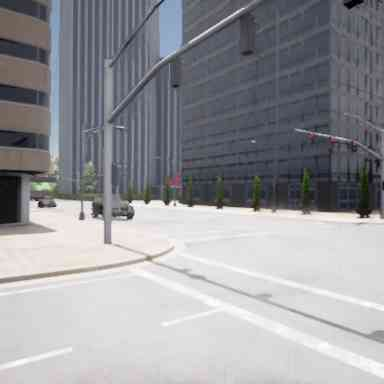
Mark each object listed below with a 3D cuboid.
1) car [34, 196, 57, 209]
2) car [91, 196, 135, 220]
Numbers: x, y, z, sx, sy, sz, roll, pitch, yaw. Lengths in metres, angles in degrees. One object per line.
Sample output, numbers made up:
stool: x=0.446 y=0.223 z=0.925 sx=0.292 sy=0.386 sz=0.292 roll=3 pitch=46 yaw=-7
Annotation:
car: x=-21.160 y=1.711 z=48.623 sx=1.994 sy=1.385 sz=4.181 roll=1 pitch=0 yaw=-36
car: x=-7.051 y=1.366 z=29.248 sx=2.150 sy=2.045 sz=5.566 roll=1 pitch=0 yaw=-36
